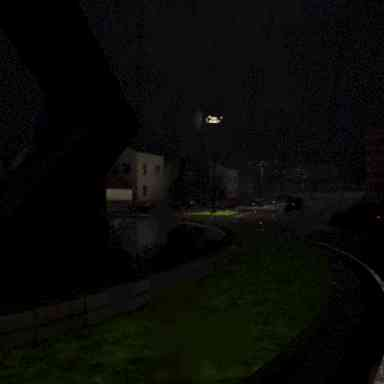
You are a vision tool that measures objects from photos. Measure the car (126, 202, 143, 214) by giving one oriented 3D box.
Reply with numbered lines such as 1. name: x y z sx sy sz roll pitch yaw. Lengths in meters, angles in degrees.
1. car: -6.356 2.123 43.851 2.128 1.511 4.902 -1 -1 43

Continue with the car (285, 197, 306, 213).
1. car: 13.332 1.639 42.867 2.150 2.045 5.566 -1 -1 23

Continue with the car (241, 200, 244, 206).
1. car: 10.894 2.413 72.227 1.895 1.301 4.718 -1 -1 27

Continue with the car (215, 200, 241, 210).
1. car: 5.909 2.172 54.861 1.812 1.442 4.674 -1 -1 28

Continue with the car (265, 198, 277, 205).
1. car: 19.782 2.349 82.089 1.837 1.490 4.892 -1 -1 27

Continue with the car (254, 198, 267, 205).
1. car: 17.742 2.426 85.815 2.128 1.511 4.902 -1 -1 27

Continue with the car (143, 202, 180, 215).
1. car: -3.461 2.102 41.896 1.812 1.442 4.674 -1 -1 43

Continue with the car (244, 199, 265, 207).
1. car: 12.853 2.248 68.343 1.837 1.490 4.892 -1 -1 27

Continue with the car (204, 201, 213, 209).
1. car: 3.950 2.262 58.609 2.033 1.411 5.357 -1 -1 28

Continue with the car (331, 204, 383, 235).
1. car: 10.424 1.507 20.030 2.097 1.767 4.553 -1 -1 -10
